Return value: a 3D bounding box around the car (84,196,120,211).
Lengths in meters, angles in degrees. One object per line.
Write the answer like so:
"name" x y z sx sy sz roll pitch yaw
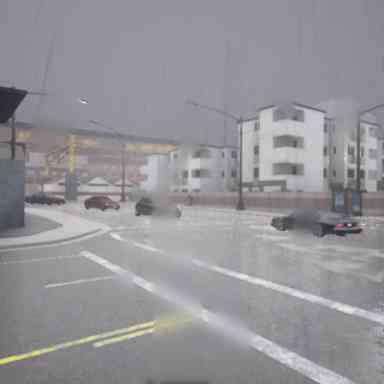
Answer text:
"car" -9.320 1.125 34.180 4.674 1.442 1.812 2 1 41

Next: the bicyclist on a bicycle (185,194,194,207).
"bicyclist on a bicycle" -0.264 1.081 41.094 0.582 1.620 1.656 1 1 44

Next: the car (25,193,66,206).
"car" -17.722 0.860 40.075 5.357 1.411 2.033 2 0 27

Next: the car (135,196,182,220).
"car" -2.783 1.187 26.828 2.097 1.767 4.553 1 1 -37

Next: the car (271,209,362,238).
"car" 6.773 1.683 18.786 2.033 1.411 5.357 1 0 -25
